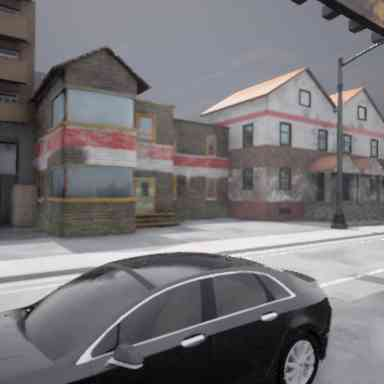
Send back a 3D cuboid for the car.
[{"bbox_3d":[-0.440,1.515,3.670,4.892,1.490,1.837,1,0,-34],"label":"car"}]
